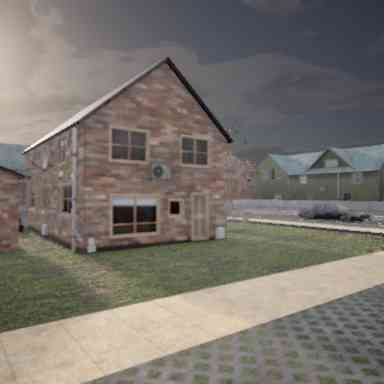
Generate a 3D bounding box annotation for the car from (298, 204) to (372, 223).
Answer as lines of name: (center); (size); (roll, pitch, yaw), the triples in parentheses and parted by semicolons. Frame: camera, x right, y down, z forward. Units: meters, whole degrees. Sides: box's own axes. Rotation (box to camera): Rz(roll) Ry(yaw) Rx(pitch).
car: (10.815, 1.608, 25.642); (2.033, 1.411, 5.357); (1, -1, -35)
